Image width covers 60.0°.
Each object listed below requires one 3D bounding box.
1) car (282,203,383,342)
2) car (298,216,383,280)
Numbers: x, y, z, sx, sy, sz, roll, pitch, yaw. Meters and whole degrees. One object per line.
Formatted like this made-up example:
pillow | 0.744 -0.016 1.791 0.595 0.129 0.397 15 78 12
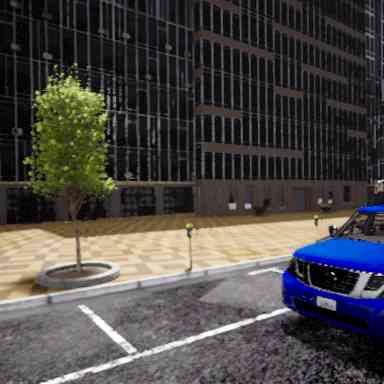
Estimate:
car | 4.167 1.238 6.319 5.566 2.045 2.150 0 0 -35
car | 5.610 1.577 10.569 4.403 1.369 2.008 0 -1 -35
